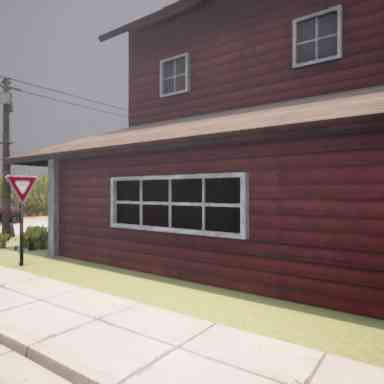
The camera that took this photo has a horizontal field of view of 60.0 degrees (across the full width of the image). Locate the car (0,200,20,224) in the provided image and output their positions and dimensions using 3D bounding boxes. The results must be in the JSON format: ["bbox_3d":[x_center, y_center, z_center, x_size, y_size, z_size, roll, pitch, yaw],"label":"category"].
[{"bbox_3d":[-14.265,1.368,22.845,2.097,1.767,4.553,0,0,36],"label":"car"}]
